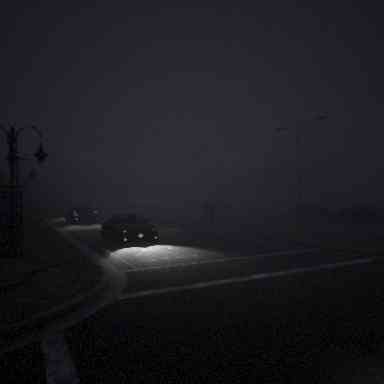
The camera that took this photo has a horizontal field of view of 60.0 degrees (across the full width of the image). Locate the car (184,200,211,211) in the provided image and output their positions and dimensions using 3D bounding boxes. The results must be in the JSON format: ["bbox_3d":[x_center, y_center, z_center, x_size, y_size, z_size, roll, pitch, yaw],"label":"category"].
[{"bbox_3d":[0.395,1.958,48.222,2.007,1.523,4.514,0,-1,-27],"label":"car"}]

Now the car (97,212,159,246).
[{"bbox_3d":[-3.225,1.816,16.837,1.994,1.385,4.181,0,-1,-28],"label":"car"}]

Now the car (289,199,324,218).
[{"bbox_3d":[11.548,1.730,33.025,1.970,1.475,3.806,0,-1,-27],"label":"car"}]

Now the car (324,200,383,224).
[{"bbox_3d":[12.282,1.615,25.063,1.845,1.501,3.633,0,-1,-27],"label":"car"}]

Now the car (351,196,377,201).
[{"bbox_3d":[26.116,1.786,52.800,2.007,1.523,4.514,0,-1,-27],"label":"car"}]

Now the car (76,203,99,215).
[{"bbox_3d":[-14.243,2.211,45.040,1.812,1.442,4.674,0,-1,-33],"label":"car"}]

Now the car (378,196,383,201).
[{"bbox_3d":[36.858,1.656,66.354,1.905,1.878,3.866,0,-1,-27],"label":"car"}]

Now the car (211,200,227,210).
[{"bbox_3d":[3.163,1.947,49.700,2.152,1.636,5.027,0,-1,-27],"label":"car"}]

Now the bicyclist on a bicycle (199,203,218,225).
[{"bbox_3d":[1.220,1.615,24.459,1.656,1.620,0.582,0,-1,-28],"label":"bicyclist on a bicycle"}]

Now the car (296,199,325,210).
[{"bbox_3d":[17.205,1.816,48.278,1.845,1.501,3.633,0,-1,-27],"label":"car"}]

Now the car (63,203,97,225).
[{"bbox_3d":[-9.552,1.801,28.896,2.097,1.767,4.553,0,-1,-28],"label":"car"}]
